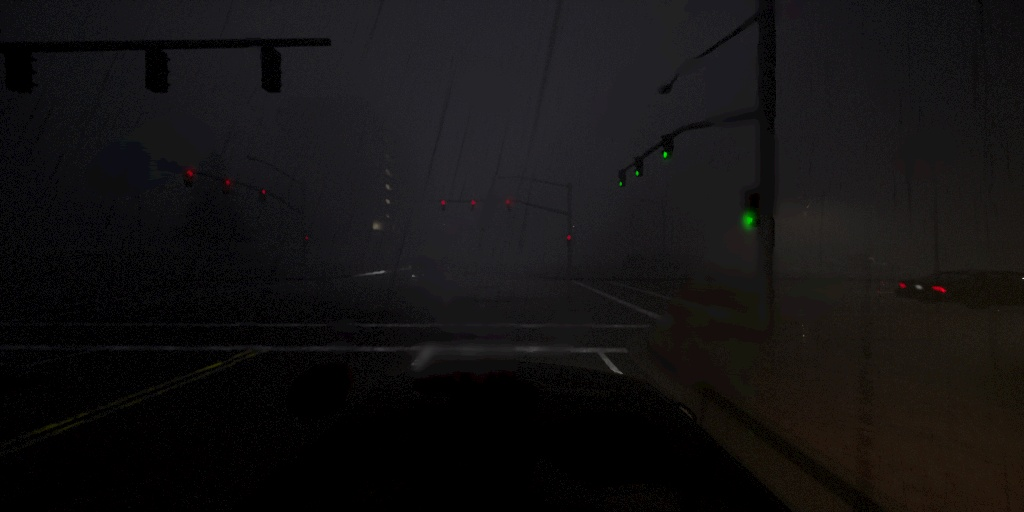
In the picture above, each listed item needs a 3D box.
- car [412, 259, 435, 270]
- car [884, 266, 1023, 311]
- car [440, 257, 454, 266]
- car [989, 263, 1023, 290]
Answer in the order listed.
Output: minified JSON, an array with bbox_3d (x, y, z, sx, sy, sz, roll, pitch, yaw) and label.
[{"bbox_3d":[-11.218,1.096,45.480,1.895,1.301,4.718,0,0,0],"label":"car"},{"bbox_3d":[17.859,1.226,13.472,5.357,1.411,2.033,0,0,2],"label":"car"},{"bbox_3d":[-11.171,0.904,61.803,1.837,1.490,4.892,0,0,1],"label":"car"},{"bbox_3d":[30.604,1.142,20.185,4.892,1.490,1.837,0,0,2],"label":"car"}]
